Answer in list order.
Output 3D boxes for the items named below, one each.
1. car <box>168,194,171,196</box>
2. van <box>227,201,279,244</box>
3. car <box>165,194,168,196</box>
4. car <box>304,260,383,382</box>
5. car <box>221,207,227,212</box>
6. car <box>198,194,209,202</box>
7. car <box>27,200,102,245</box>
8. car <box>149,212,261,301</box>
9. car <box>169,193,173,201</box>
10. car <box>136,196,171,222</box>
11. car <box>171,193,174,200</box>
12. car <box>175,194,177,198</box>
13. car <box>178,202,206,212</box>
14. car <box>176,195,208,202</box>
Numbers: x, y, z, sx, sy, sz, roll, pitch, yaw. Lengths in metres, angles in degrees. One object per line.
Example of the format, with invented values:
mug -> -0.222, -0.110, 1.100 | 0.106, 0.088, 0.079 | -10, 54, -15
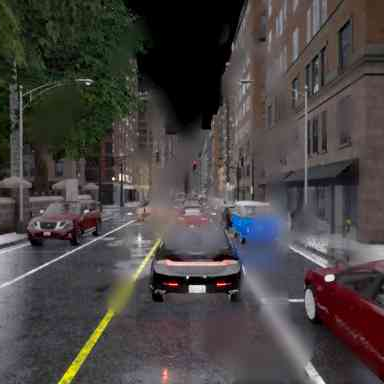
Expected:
car -> -5.713, 1.502, 64.680 | 2.008, 1.369, 4.403 | 0, 0, 0
van -> 2.845, 1.336, 15.586 | 1.690, 1.788, 3.998 | 0, 0, 0
car -> -5.710, 1.480, 59.059 | 1.752, 1.417, 4.829 | 0, 0, 0
car -> 2.853, 1.544, 4.266 | 1.887, 1.381, 4.507 | 0, 0, 0
car -> 2.841, 1.557, 21.247 | 1.947, 1.339, 4.313 | 0, 0, 0
car -> 2.803, 1.387, 75.624 | 1.967, 1.590, 4.097 | 0, 0, 0
car -> -5.680, 1.310, 15.541 | 2.192, 1.841, 5.009 | 0, 0, 0
car -> 0.094, 1.490, 8.274 | 2.128, 1.511, 4.902 | 0, 0, 0
car -> -5.717, 1.493, 70.131 | 1.887, 1.381, 4.507 | 0, 0, 0
car -> -3.018, 1.403, 26.070 | 2.097, 1.767, 4.553 | 0, 0, 0
car -> -5.721, 1.491, 75.582 | 1.887, 1.381, 4.507 | 0, 0, 0
car -> -5.728, 1.496, 86.483 | 2.008, 1.369, 4.403 | 0, 0, 0
car -> 0.091, 1.519, 18.536 | 1.812, 1.442, 4.674 | 0, 0, 0
car -> 0.029, 1.338, 27.493 | 2.097, 1.767, 4.553 | 0, 0, 2
